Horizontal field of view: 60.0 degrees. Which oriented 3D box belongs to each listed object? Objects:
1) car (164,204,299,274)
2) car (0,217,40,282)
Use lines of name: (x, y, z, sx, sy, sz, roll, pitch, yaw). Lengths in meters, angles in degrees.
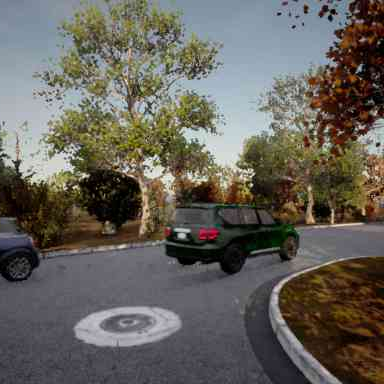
car: (1.576, 1.429, 11.433, 2.150, 2.045, 5.566, -2, -3, 44)
car: (-6.294, 1.420, 8.096, 2.097, 1.767, 4.553, -1, -2, 43)
